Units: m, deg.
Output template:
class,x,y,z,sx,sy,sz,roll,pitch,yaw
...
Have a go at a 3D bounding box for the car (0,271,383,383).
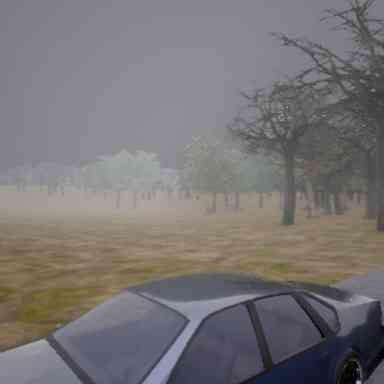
class,x,y,z,sx,sy,sz,roll,pitch,yaw
car,0.031,1.621,3.294,5.357,1.411,2.033,1,-2,-38
